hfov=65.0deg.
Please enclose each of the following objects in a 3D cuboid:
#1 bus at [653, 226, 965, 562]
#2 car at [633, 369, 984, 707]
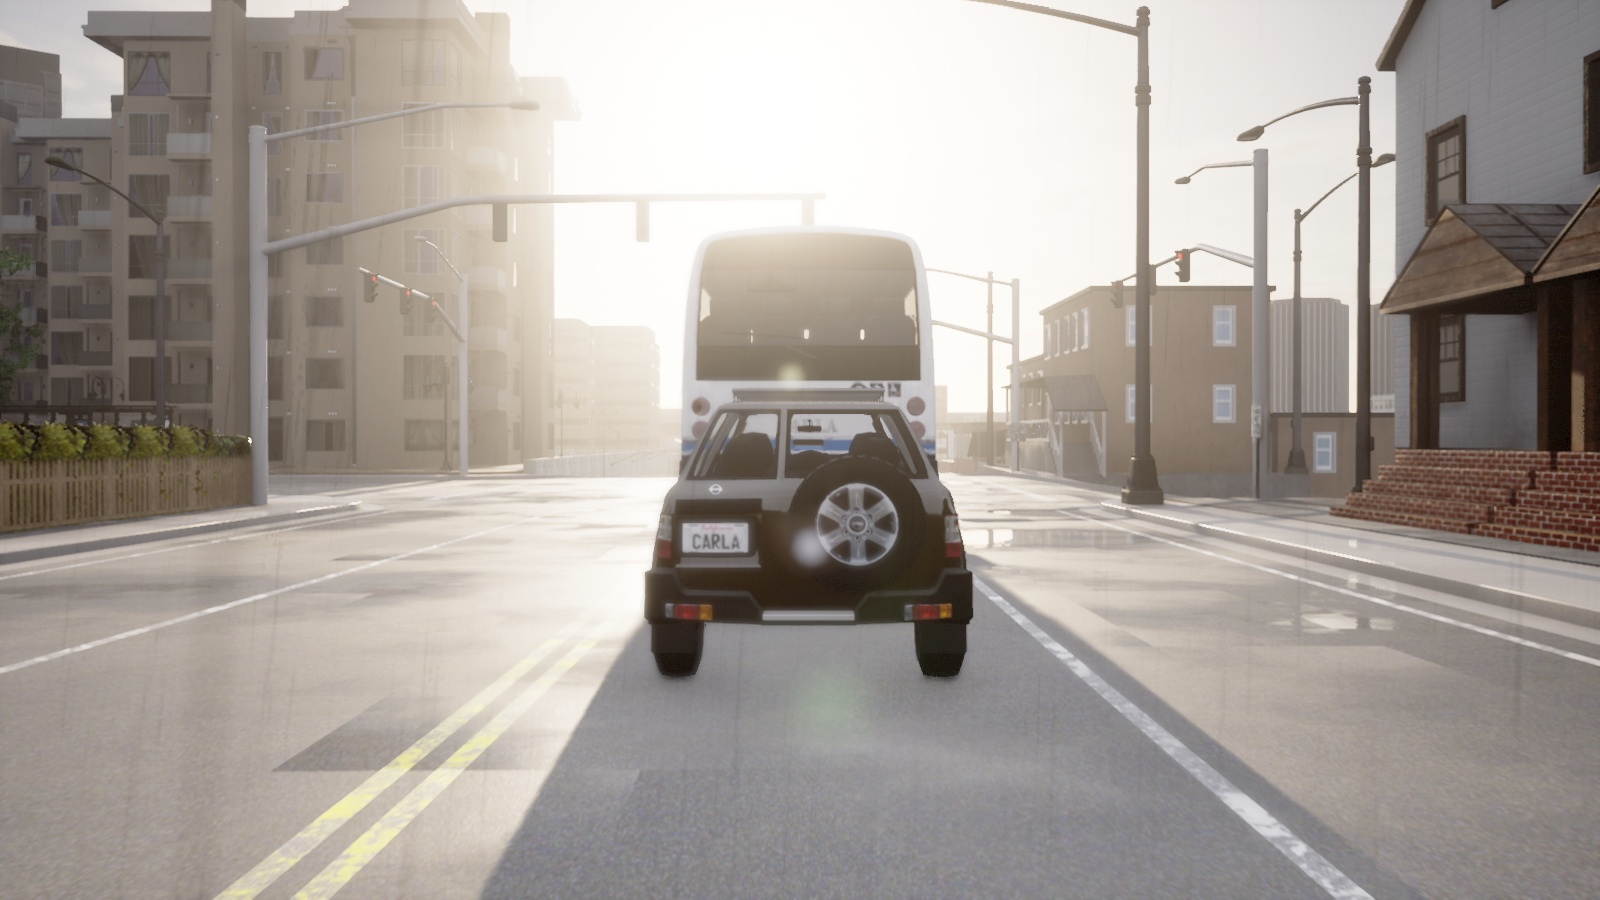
[{"bbox_3d":[0.137,-0.782,21.026,3.944,4.253,10.273,0,1,0],"label":"bus"},{"bbox_3d":[0.069,0.494,9.207,1.932,1.855,4.605,0,0,1],"label":"car"}]
